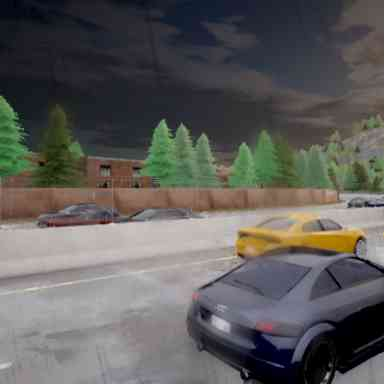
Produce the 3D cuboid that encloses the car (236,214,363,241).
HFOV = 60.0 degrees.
[{"bbox_3d":[3.643,1.448,10.648,5.008,1.535,1.882,0,0,-35],"label":"car"}]

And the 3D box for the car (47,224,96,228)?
[{"bbox_3d":[-5.290,1.583,17.416,4.718,1.301,1.895,0,0,-36],"label":"car"}]

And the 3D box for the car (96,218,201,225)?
[{"bbox_3d":[-1.679,1.480,15.697,4.892,1.490,1.837,0,0,-36],"label":"car"}]

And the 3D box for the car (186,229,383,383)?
[{"bbox_3d":[1.982,1.549,5.166,4.181,1.385,1.994,0,0,-35],"label":"car"}]
